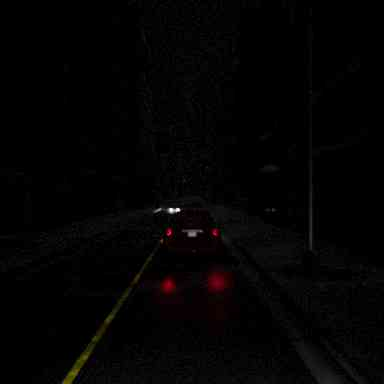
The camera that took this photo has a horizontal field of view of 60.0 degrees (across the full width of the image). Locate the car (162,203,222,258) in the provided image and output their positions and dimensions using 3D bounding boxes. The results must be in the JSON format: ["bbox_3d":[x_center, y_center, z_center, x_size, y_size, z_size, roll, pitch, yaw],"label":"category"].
[{"bbox_3d":[0.023,1.486,13.428,2.097,1.767,4.553,0,-1,0],"label":"car"}]

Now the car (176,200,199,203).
[{"bbox_3d":[0.025,1.643,28.429,2.097,1.767,4.553,0,-1,0],"label":"car"}]

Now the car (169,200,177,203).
[{"bbox_3d":[-3.050,2.111,59.360,2.128,1.511,4.902,0,-1,1],"label":"car"}]
